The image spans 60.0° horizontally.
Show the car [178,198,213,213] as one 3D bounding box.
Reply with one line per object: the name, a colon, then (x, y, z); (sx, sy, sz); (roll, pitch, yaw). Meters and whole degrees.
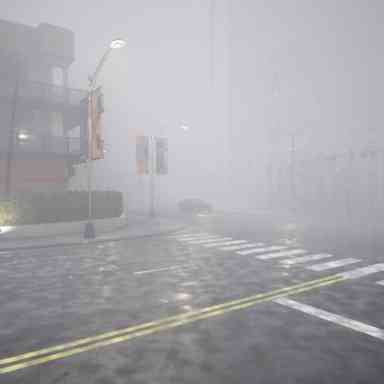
car: (0.300, 1.474, 37.145); (1.882, 1.535, 5.008); (0, 0, -35)
